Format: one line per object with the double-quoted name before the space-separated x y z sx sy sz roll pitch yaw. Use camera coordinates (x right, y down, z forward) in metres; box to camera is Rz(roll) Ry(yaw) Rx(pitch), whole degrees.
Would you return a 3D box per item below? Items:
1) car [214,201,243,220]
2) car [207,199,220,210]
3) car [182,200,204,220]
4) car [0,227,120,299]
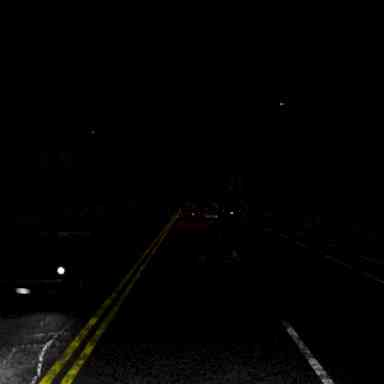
"car" 3.346 1.748 30.040 1.994 1.385 4.181 0 0 0
"car" 3.342 1.791 48.336 1.837 1.490 4.892 0 -1 0
"car" 0.095 1.710 30.188 1.812 1.442 4.674 0 0 0
"car" -3.324 1.657 8.757 1.895 1.301 4.718 0 0 0
